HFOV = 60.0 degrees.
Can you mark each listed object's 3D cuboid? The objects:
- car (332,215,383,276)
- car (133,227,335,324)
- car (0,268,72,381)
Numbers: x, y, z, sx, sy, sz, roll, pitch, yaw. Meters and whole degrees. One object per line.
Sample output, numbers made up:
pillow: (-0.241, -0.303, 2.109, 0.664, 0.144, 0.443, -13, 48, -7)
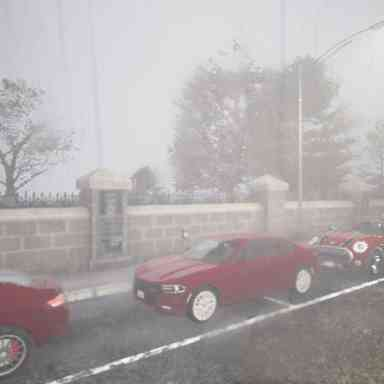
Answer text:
car: (5.477, 1.500, 10.533, 4.097, 1.590, 1.967, 0, 0, -36)
car: (0.915, 1.581, 7.235, 4.507, 1.381, 1.887, 0, 0, -36)
car: (-3.646, 1.600, 3.938, 4.206, 1.307, 1.802, 0, 0, -36)
